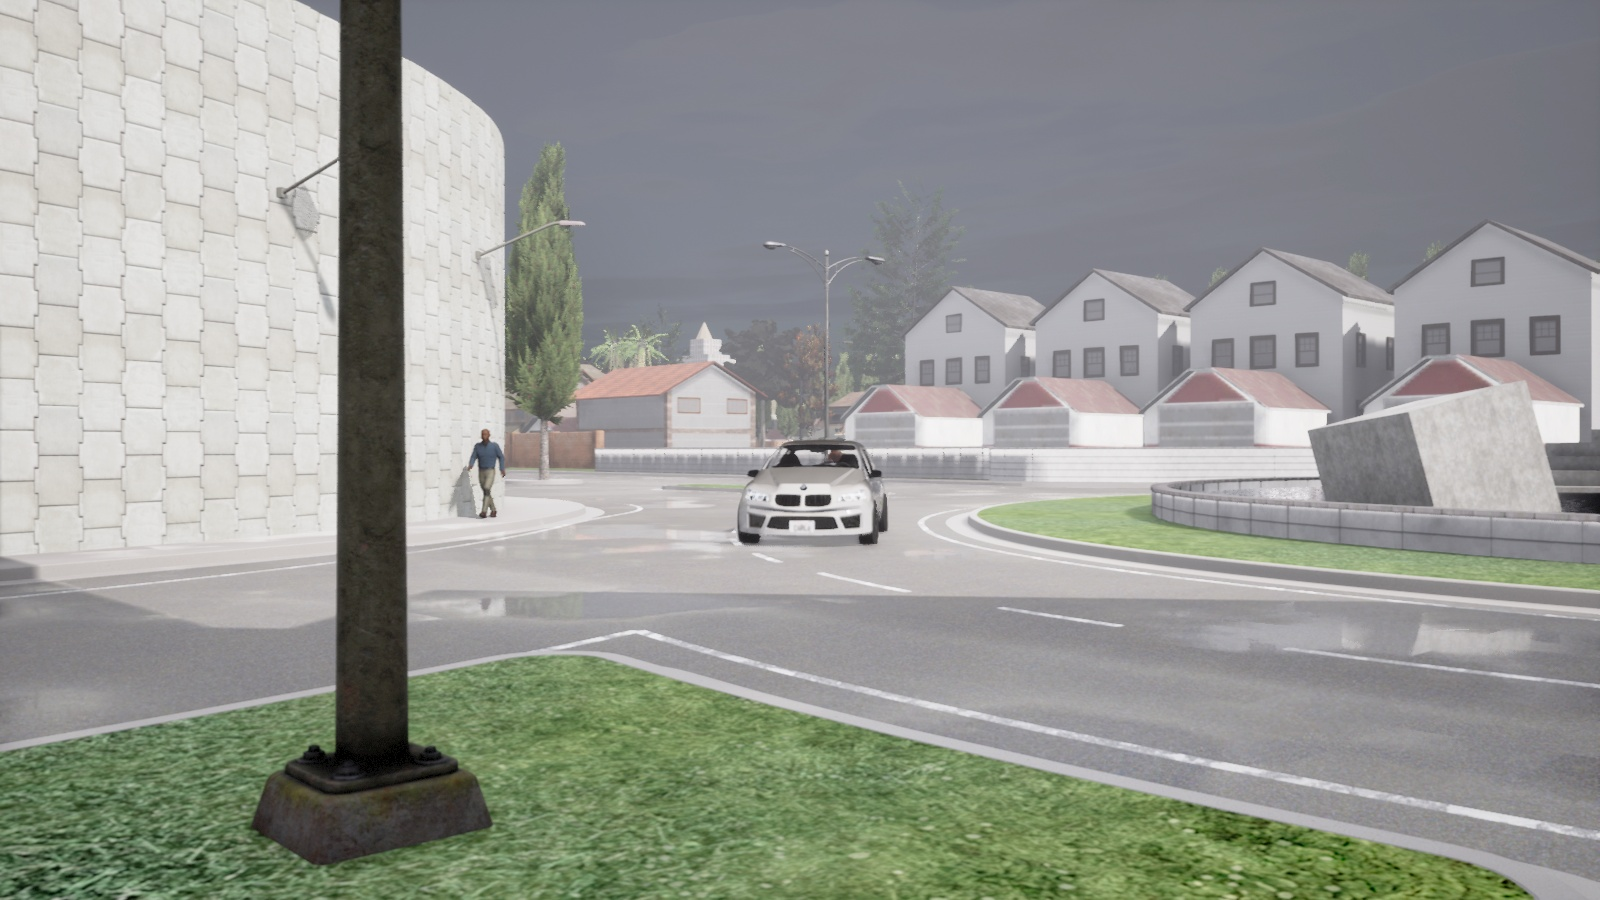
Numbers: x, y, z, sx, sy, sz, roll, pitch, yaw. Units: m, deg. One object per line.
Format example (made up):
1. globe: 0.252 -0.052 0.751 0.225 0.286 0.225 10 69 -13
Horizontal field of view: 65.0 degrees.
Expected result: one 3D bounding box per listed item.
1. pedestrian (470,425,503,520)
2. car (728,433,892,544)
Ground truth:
1. pedestrian: -6.133 0.435 24.590 0.370 1.835 0.726 0 0 8
2. car: 0.308 0.583 21.248 2.242 1.667 4.611 0 0 7
